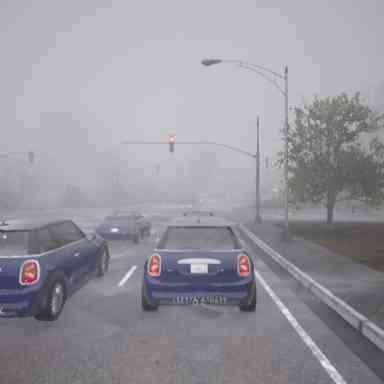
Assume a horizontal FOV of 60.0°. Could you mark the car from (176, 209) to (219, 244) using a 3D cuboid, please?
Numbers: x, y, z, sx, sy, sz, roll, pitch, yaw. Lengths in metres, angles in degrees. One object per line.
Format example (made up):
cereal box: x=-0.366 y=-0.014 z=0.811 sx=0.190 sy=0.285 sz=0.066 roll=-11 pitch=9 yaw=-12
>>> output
car: x=0.326 y=1.617 z=16.940 sx=1.895 sy=1.301 sz=4.718 roll=0 pitch=0 yaw=2

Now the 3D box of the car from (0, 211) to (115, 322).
car: x=-3.365 y=1.354 z=7.399 sx=2.097 sy=1.767 sz=4.553 roll=0 pitch=0 yaw=0

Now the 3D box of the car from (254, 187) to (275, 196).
car: x=17.662 y=0.065 z=80.976 sx=2.128 sy=1.511 sz=4.902 roll=0 pitch=3 yaw=33

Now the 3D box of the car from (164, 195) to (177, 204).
car: x=-3.488 y=1.424 z=60.293 sx=1.837 sy=1.490 sz=4.892 roll=0 pitch=1 yaw=19

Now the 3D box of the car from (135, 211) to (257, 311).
car: x=0.139 y=1.354 z=7.908 sx=2.097 sy=1.767 sz=4.553 roll=0 pitch=0 yaw=0

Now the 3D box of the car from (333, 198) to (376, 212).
car: x=18.511 y=1.464 z=38.310 sx=4.892 sy=1.490 sz=1.837 roll=-1 pitch=0 yaw=3

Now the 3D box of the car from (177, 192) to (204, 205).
car: x=-0.237 y=1.139 z=59.038 sx=2.150 sy=2.045 sz=5.566 roll=0 pitch=2 yaw=18

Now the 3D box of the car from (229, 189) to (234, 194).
car: x=9.404 y=-0.024 z=87.594 sx=2.128 sy=1.511 sz=4.902 roll=0 pitch=3 yaw=30

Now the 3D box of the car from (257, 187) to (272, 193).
car: x=19.801 y=-0.607 z=90.396 sx=2.128 sy=1.511 sz=4.902 roll=0 pitch=3 yaw=38

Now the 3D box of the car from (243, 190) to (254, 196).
car: x=14.132 y=0.128 z=81.912 sx=1.812 sy=1.442 sz=4.674 roll=0 pitch=3 yaw=33

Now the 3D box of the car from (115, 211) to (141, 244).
car: x=-3.199 y=1.578 z=16.017 sx=1.994 sy=1.385 sz=4.181 roll=0 pitch=0 yaw=2

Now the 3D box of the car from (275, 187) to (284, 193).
car: x=23.401 y=-0.683 z=89.376 sx=1.882 sy=1.535 sz=5.008 roll=0 pitch=3 yaw=38

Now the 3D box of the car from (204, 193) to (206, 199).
car: x=1.987 y=0.908 z=74.112 sx=1.994 sy=1.385 sz=4.181 roll=0 pitch=3 yaw=23

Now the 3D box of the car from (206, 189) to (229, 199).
car: x=5.758 y=0.500 z=73.867 sx=2.150 sy=2.045 sz=5.566 roll=0 pitch=3 yaw=26
